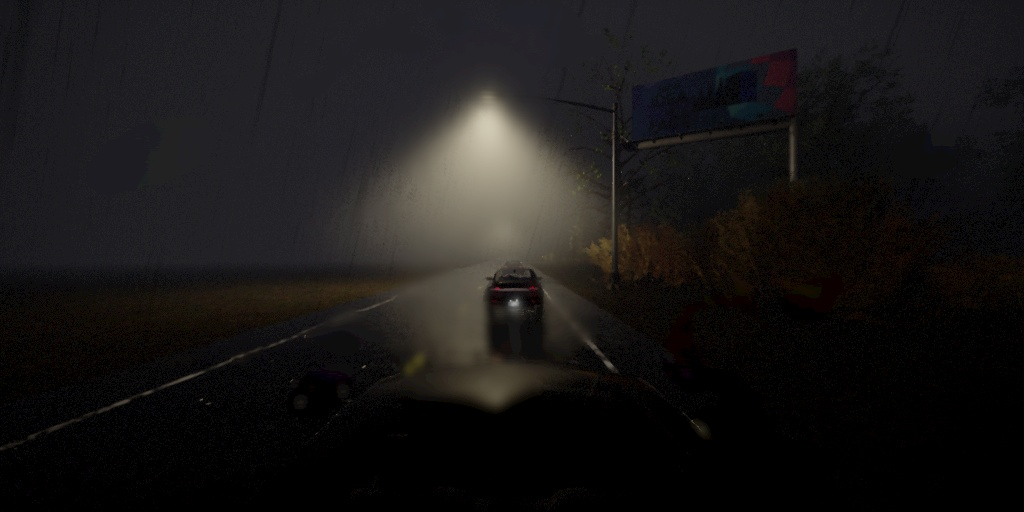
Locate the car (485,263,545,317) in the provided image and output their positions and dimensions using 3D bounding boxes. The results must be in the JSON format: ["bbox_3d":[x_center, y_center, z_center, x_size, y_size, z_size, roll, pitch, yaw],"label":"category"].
[{"bbox_3d":[0.100,1.165,12.668,2.128,1.511,4.902,0,0,0],"label":"car"}]

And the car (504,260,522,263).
[{"bbox_3d":[0.113,1.085,34.319,1.994,1.385,4.181,0,0,0],"label":"car"}]
